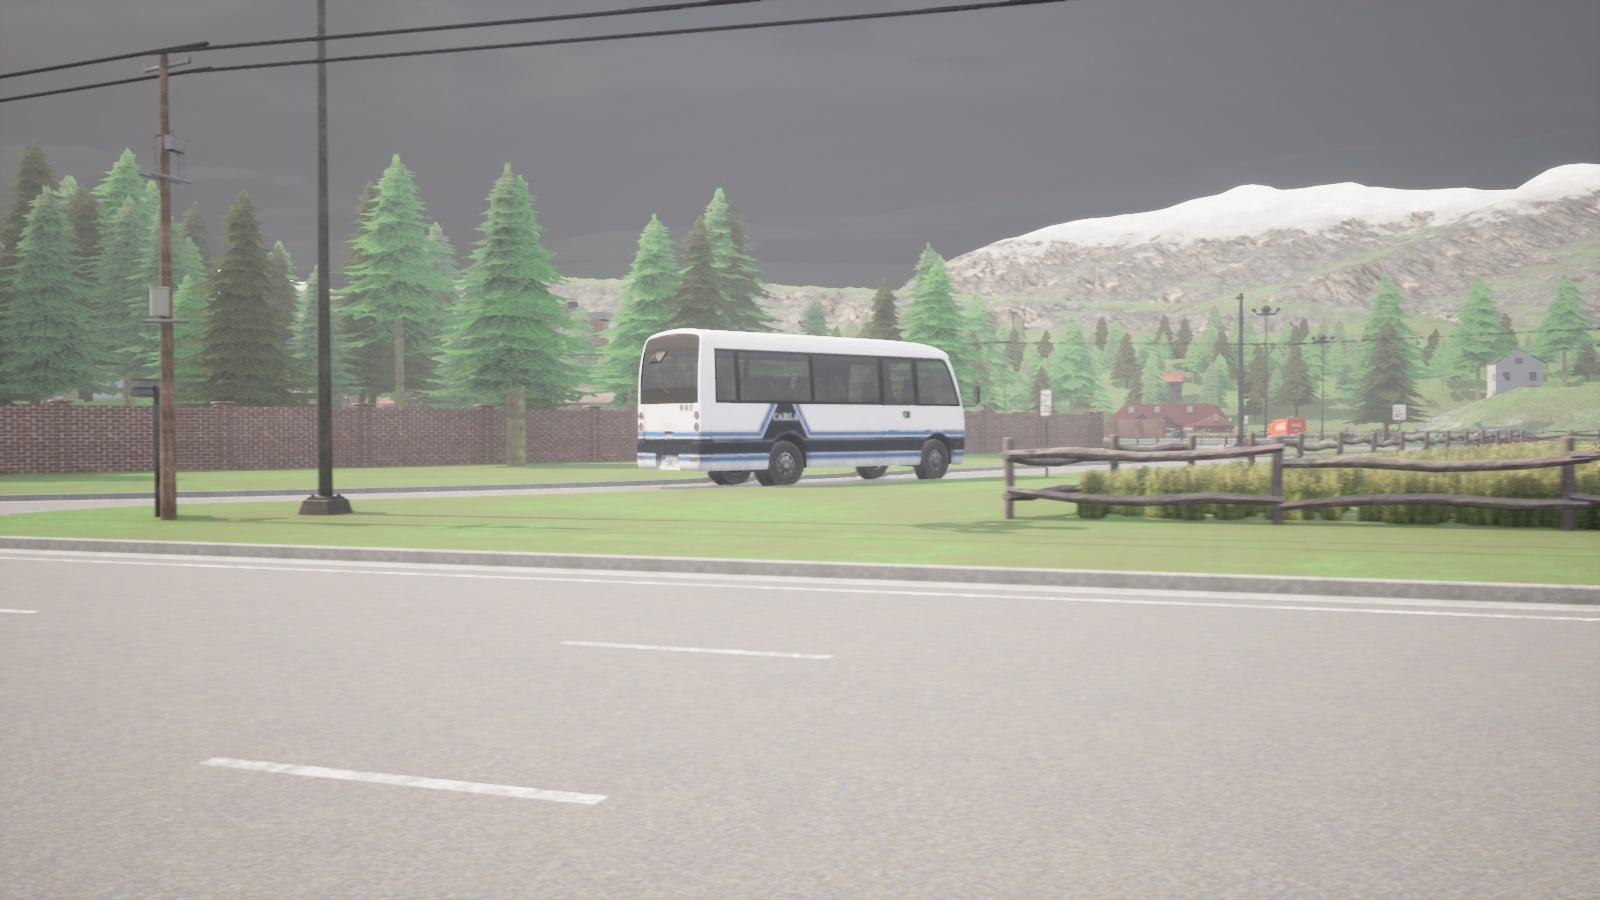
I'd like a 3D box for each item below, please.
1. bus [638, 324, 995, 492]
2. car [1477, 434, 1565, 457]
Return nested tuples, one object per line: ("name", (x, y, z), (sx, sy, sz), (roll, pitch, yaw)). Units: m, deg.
("bus", (0.718, -1.134, 36.633), (10.273, 4.253, 3.944), (-1, 1, -39))
("car", (48.659, -0.349, 84.813), (4.792, 1.488, 2.163), (1, 1, 18))
